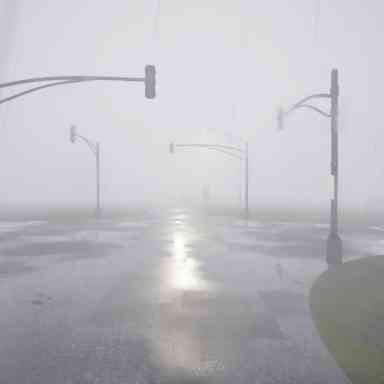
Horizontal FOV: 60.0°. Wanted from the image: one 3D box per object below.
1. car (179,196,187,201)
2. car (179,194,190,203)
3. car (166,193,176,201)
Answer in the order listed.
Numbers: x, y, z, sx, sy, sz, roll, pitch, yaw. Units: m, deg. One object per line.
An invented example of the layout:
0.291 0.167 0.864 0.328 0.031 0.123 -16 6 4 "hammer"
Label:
-2.219 1.559 80.003 1.895 1.301 4.718 0 0 -4 "car"
-1.617 1.384 69.929 2.097 1.767 4.553 0 0 -3 "car"
-4.604 1.013 74.022 2.097 1.767 4.553 0 0 -3 "car"
